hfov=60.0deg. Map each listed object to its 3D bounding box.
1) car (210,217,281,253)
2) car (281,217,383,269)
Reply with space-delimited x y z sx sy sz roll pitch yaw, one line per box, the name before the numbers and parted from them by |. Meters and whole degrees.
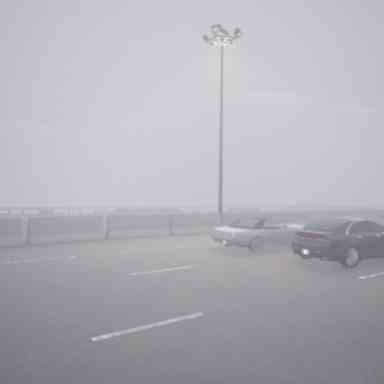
car | 3.209 1.728 14.303 4.718 1.301 1.895 1 0 -31
car | 5.657 1.642 11.680 4.892 1.490 1.837 0 0 -30
